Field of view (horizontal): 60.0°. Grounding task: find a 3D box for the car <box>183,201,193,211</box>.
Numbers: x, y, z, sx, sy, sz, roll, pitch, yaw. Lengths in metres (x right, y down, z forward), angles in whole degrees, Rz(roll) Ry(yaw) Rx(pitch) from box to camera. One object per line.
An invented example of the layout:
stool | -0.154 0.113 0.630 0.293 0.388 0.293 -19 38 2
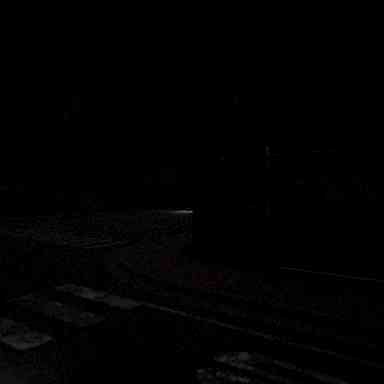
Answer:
car | 1.058 1.599 41.849 2.033 1.411 5.357 0 0 36
